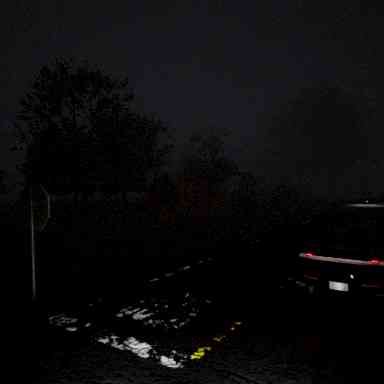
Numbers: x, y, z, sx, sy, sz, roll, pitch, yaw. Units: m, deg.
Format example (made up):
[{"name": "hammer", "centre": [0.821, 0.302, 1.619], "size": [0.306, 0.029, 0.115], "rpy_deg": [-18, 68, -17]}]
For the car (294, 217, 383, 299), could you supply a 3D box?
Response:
[{"name": "car", "centre": [3.799, 1.329, 7.655], "size": [2.128, 1.511, 4.902], "rpy_deg": [0, 1, 33]}]

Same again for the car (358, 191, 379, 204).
[{"name": "car", "centre": [20.637, 0.598, 38.685], "size": [2.033, 1.411, 5.357], "rpy_deg": [0, 1, 33]}]
